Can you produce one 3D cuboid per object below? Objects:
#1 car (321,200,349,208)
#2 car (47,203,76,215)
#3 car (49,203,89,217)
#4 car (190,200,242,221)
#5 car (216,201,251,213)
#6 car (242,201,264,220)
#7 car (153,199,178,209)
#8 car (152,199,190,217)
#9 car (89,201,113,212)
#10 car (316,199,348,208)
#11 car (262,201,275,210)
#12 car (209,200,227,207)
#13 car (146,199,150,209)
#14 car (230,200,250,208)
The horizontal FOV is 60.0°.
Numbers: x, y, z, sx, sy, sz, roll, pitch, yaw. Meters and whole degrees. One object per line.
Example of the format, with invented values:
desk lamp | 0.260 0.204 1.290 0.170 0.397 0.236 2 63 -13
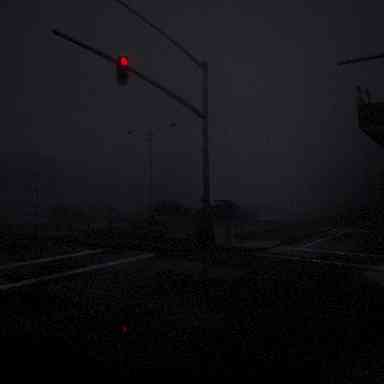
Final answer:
car | 26.969 2.199 62.741 4.514 1.523 2.007 -1 -1 37
car | -17.790 2.249 45.392 3.806 1.475 1.970 -1 -1 37
car | -14.342 2.157 38.236 4.514 1.523 2.007 -1 -1 37
car | 2.158 1.634 30.454 3.866 1.878 1.905 -1 -1 37
car | 5.866 2.108 47.340 4.514 1.523 2.007 -1 -1 37
car | 4.643 1.932 32.744 3.806 1.475 1.970 -1 -1 37
car | -5.126 2.298 63.540 4.605 1.855 1.932 -1 -1 37
car | -2.170 1.825 37.798 4.605 1.855 1.932 -1 -1 37
car | -14.204 2.226 50.724 5.027 1.636 2.152 -1 -1 37
car | 25.131 2.165 60.198 5.027 1.636 2.152 -1 -1 37
car | 11.889 2.205 55.313 3.633 1.501 1.845 -1 -1 37
car | 6.124 2.714 78.329 3.633 1.501 1.845 -1 -1 37
car | -6.537 2.247 60.967 3.866 1.878 1.905 -1 -1 37
car | 10.278 2.565 71.498 3.806 1.475 1.970 -1 -1 37
